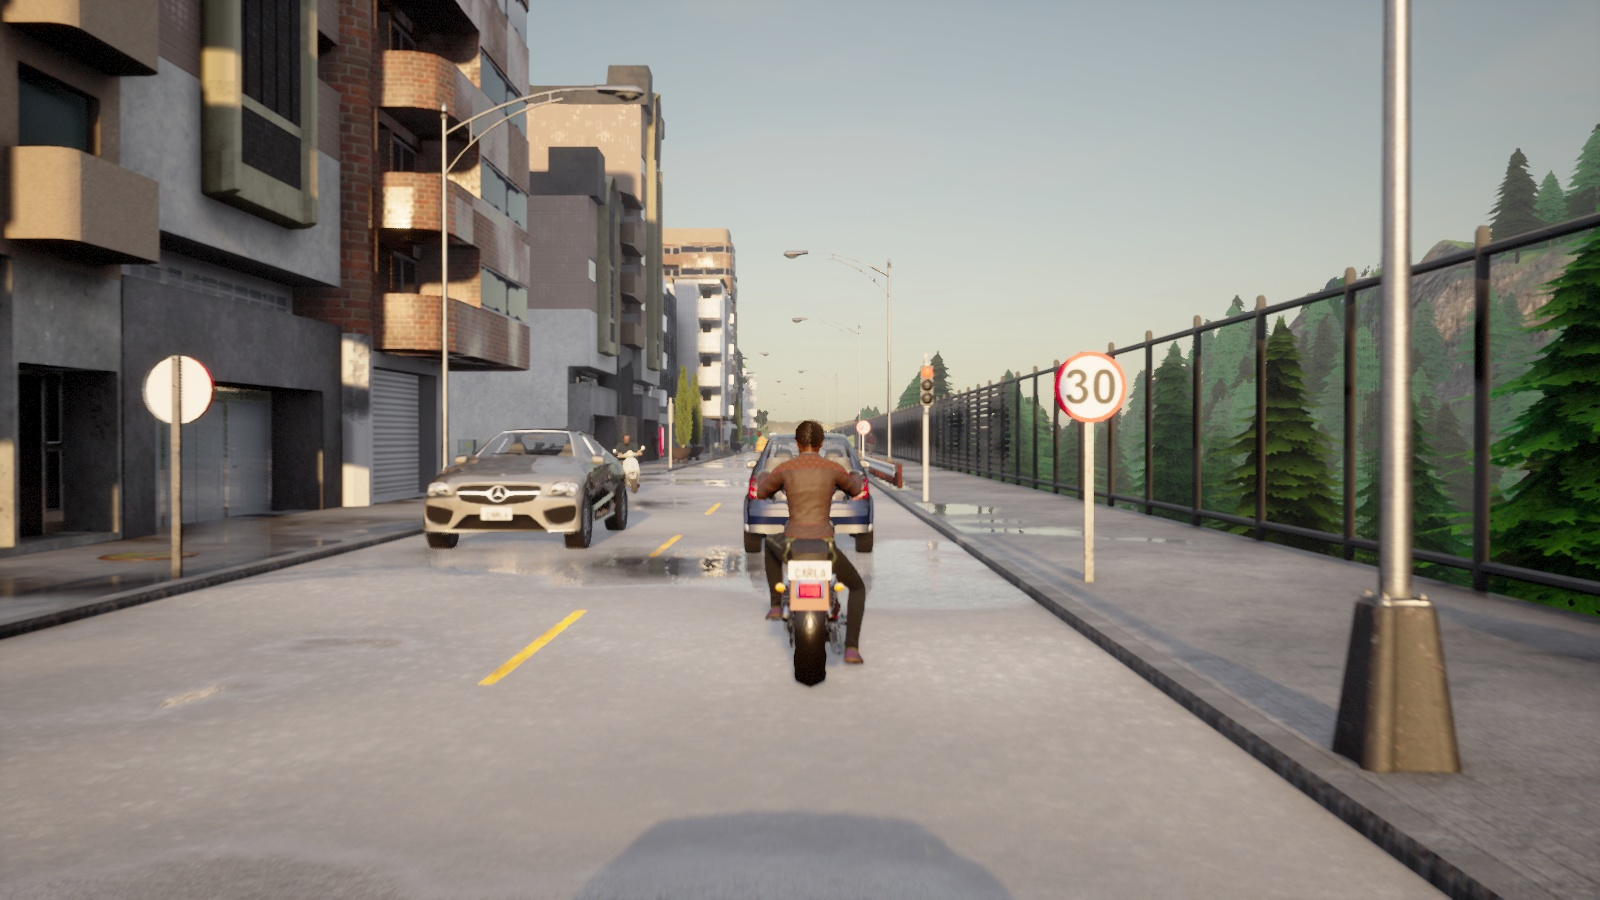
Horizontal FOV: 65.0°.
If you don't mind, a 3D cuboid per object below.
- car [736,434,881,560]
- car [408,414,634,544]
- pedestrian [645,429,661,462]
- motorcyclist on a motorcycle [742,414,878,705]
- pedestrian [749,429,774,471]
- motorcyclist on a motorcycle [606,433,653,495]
[{"bbox_3d":[0.115,0.556,17.323,1.789,1.549,3.705,0,1,0],"label":"car"},{"bbox_3d":[-3.874,0.342,18.446,2.152,1.651,5.027,0,1,0],"label":"car"},{"bbox_3d":[-8.618,-0.265,73.451,0.563,1.883,0.849,0,1,26],"label":"pedestrian"},{"bbox_3d":[0.063,0.615,8.302,0.766,1.649,2.350,0,0,0],"label":"motorcyclist on a motorcycle"},{"bbox_3d":[-1.728,0.007,55.685,0.900,1.855,0.874,0,1,-19],"label":"pedestrian"},{"bbox_3d":[-4.598,0.368,33.741,0.866,1.590,1.817,-2,1,-19],"label":"motorcyclist on a motorcycle"}]
